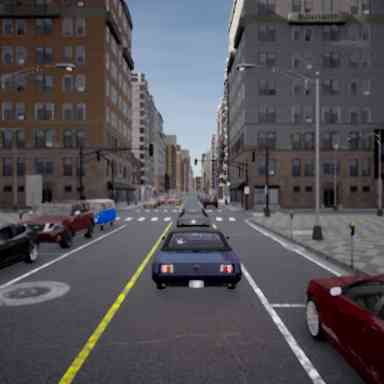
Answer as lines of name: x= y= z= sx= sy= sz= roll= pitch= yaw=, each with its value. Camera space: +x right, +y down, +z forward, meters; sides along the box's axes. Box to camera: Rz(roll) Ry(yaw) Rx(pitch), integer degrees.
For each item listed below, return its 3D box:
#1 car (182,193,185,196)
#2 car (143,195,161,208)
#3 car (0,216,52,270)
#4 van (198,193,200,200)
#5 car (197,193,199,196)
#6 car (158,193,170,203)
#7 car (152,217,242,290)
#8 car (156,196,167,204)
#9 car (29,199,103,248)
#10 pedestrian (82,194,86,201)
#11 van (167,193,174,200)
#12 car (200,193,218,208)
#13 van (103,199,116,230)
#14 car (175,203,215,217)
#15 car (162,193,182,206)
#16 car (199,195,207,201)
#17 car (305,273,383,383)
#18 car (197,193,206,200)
car: x=-3.045 y=1.432 z=68.321 sx=1.837 sy=1.490 sz=4.892 roll=0 pitch=1 yaw=0
car: x=-5.884 y=1.498 z=47.416 sx=1.752 sy=1.417 sz=4.829 roll=0 pitch=0 yaw=0
car: x=-5.863 y=1.573 z=9.289 sx=1.947 sy=1.339 sz=4.313 roll=0 pitch=0 yaw=0
van: x=2.632 y=1.280 z=64.534 sx=1.690 sy=1.788 sz=3.998 roll=0 pitch=0 yaw=0
car: x=2.626 y=1.440 z=76.017 sx=1.752 sy=1.417 sz=4.829 roll=0 pitch=0 yaw=0
car: x=-5.896 y=1.242 z=70.206 sx=2.192 sy=1.841 sz=5.009 roll=0 pitch=0 yaw=0
car: x=0.095 y=1.608 z=9.065 sx=1.895 sy=1.301 sz=4.718 roll=0 pitch=0 yaw=0
car: x=-5.893 y=1.465 z=64.381 sx=1.752 sy=1.417 sz=4.829 roll=0 pitch=0 yaw=0
car: x=-5.866 y=1.326 z=14.929 sx=2.192 sy=1.841 sz=5.009 roll=0 pitch=0 yaw=0
pedestrian: x=-12.573 y=1.124 z=38.532 sx=0.375 sy=1.860 sz=0.375 roll=0 pitch=0 yaw=1
van: x=-5.909 y=1.217 z=92.826 sx=1.690 sy=1.788 sz=3.998 roll=0 pitch=0 yaw=0
car: x=2.643 y=1.287 z=47.564 sx=2.192 sy=1.841 sz=5.009 roll=0 pitch=0 yaw=0
van: x=-5.869 y=1.354 z=20.570 sx=1.690 sy=1.788 sz=3.998 roll=0 pitch=0 yaw=0
car: x=0.085 y=1.577 z=19.964 sx=1.994 sy=1.385 sz=4.181 roll=0 pitch=0 yaw=0
car: x=-3.117 y=1.315 z=52.553 sx=2.097 sy=1.767 sz=4.553 roll=0 pitch=0 yaw=0
car: x=2.622 y=1.484 z=81.504 sx=1.802 sy=1.307 sz=4.206 roll=0 pitch=0 yaw=0
car: x=2.666 y=1.547 z=3.629 sx=1.887 sy=1.381 sz=4.507 roll=0 pitch=0 yaw=0
car: x=2.616 y=1.191 z=92.816 sx=2.192 sy=1.841 sz=5.009 roll=0 pitch=0 yaw=0
